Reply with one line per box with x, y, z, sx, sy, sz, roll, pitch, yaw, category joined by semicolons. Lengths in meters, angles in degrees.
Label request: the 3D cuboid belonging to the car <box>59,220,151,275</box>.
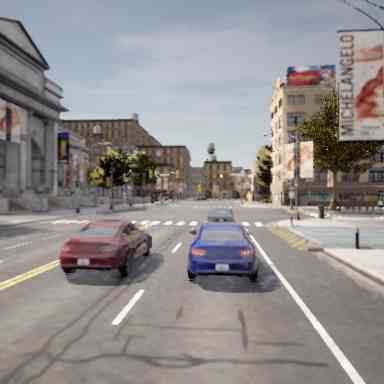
-2.558;1.614;10.667;1.812;1.442;4.674;0;0;4;car

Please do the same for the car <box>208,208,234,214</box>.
1.994;1.760;22.308;2.033;1.411;5.357;0;-1;7;car

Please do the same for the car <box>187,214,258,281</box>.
0.894;1.622;10.093;1.812;1.442;4.674;0;0;4;car
